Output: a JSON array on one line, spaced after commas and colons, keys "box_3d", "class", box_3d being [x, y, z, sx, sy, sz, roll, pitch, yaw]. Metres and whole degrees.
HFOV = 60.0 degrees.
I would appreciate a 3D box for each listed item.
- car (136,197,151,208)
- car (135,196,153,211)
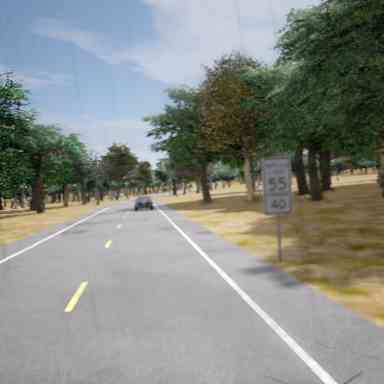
[{"box_3d": [-7.138, 1.452, 48.667, 1.994, 1.385, 4.181, -3, 0, -8], "class": "car"}, {"box_3d": [-5.723, 1.236, 39.524, 2.097, 1.767, 4.553, -3, 1, -8], "class": "car"}]
